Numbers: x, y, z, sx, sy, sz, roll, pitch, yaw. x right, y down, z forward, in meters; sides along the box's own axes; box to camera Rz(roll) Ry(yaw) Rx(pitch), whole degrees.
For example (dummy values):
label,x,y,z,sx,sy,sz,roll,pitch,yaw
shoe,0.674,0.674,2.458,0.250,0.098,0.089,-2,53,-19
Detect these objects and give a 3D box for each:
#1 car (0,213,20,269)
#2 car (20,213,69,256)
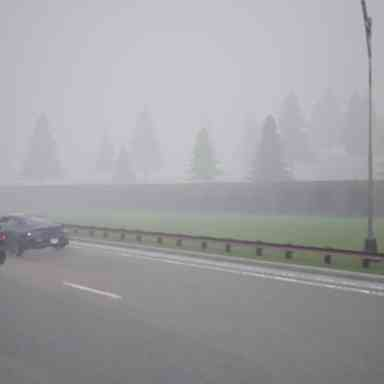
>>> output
label,x,y,z,sx,sy,sz,roll,pitch,yaw
car,-7.286,1.244,9.145,5.566,2.045,2.150,0,0,36
car,-6.709,1.549,13.048,4.674,1.442,1.812,0,0,36
